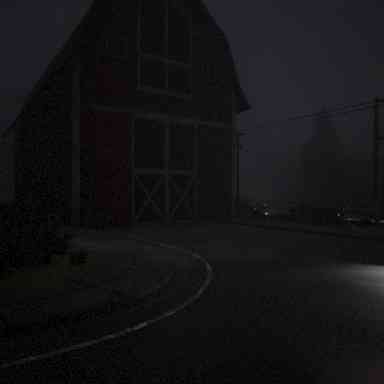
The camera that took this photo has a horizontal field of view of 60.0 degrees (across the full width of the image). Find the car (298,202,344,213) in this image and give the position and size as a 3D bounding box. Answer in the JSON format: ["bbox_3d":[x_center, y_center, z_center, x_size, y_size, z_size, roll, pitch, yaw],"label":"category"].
[{"bbox_3d":[11.296,1.628,30.221,1.895,1.301,4.718,0,0,-34],"label":"car"}]

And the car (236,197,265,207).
[{"bbox_3d":[6.191,1.379,37.662,2.097,1.767,4.553,0,0,-34],"label":"car"}]
